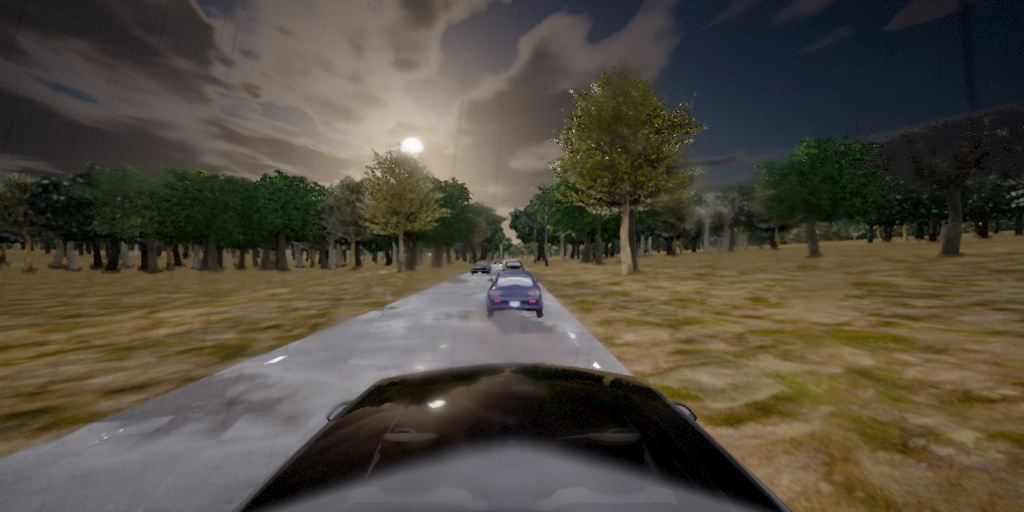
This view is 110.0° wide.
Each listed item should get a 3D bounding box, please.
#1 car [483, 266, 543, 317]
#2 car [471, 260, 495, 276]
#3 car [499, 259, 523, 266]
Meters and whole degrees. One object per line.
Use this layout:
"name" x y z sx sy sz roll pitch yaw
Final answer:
"car" 0.100 1.247 12.981 1.812 1.442 4.674 0 0 0
"car" -3.047 1.273 36.135 1.895 1.301 4.718 0 0 0
"car" 0.134 1.189 30.129 1.837 1.490 4.892 0 0 0
